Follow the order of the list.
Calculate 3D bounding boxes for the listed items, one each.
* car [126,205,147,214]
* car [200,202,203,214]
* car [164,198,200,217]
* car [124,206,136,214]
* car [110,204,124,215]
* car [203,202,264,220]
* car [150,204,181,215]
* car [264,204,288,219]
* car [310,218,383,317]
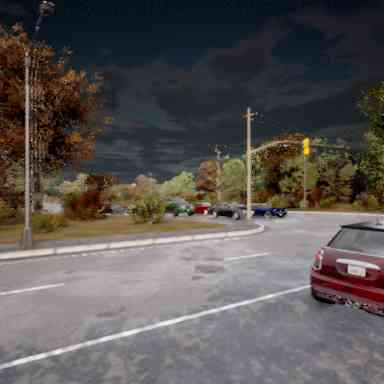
[{"bbox_3d":[-9.220,2.976,55.332,1.994,1.385,4.181,0,-3,-32],"label":"car"},{"bbox_3d":[1.433,1.896,38.598,1.882,1.535,5.008,0,-2,-32],"label":"car"},{"bbox_3d":[-1.836,1.666,37.213,2.150,2.045,5.566,0,-2,-32],"label":"car"},{"bbox_3d":[-7.128,2.530,45.494,1.895,1.301,4.718,0,-3,-32],"label":"car"},{"bbox_3d":[-12.662,2.812,54.220,2.097,1.767,4.553,0,-3,-32],"label":"car"},{"bbox_3d":[3.490,1.612,28.885,2.128,1.511,4.902,0,-1,-33],"label":"car"},{"bbox_3d":[-3.874,2.446,46.894,2.033,1.411,5.357,0,-3,-33],"label":"car"},{"bbox_3d":[6.511,1.718,30.667,1.895,1.301,4.718,0,-1,-33],"label":"car"},{"bbox_3d":[4.532,1.350,6.824,4.553,1.767,2.097,0,0,-35],"label":"car"}]
